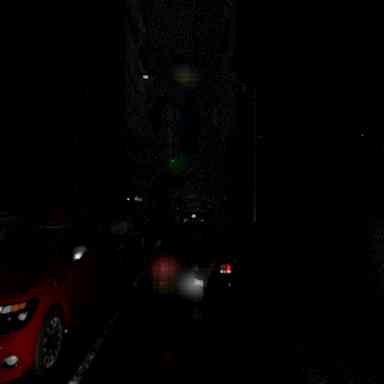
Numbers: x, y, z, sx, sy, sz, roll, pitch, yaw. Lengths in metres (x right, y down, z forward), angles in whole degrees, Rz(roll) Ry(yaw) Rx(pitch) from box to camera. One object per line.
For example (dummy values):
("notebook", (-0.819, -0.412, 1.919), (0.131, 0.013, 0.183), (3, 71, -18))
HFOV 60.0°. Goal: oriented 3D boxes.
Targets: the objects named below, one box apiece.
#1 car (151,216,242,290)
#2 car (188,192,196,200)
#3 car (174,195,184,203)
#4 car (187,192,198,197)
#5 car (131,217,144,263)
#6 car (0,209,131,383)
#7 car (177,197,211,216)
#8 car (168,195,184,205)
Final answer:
("car", (0.088, 1.578, 8.999), (1.895, 1.301, 4.718), (0, 0, 0))
("car", (0.006, 0.952, 85.481), (2.150, 2.045, 5.566), (0, 0, 0))
("car", (-2.758, 1.392, 69.767), (1.837, 1.490, 4.892), (0, 0, 0))
("car", (-0.003, 1.384, 75.030), (1.837, 1.490, 4.892), (0, 0, 0))
("car", (-2.651, 1.523, 11.272), (2.008, 1.369, 4.403), (0, 0, 0))
("car", (-2.642, 1.300, 5.656), (2.192, 1.841, 5.009), (0, 0, 0))
("car", (0.351, 1.417, 24.282), (1.882, 1.535, 5.008), (0, 0, 5))
("car", (-2.844, 1.463, 54.569), (1.994, 1.385, 4.181), (0, 0, 0))
